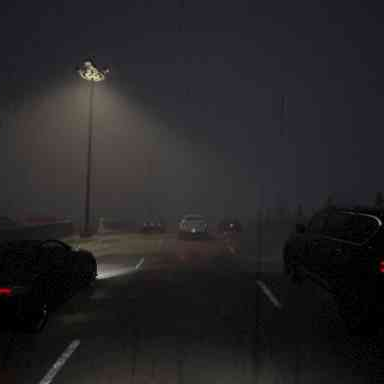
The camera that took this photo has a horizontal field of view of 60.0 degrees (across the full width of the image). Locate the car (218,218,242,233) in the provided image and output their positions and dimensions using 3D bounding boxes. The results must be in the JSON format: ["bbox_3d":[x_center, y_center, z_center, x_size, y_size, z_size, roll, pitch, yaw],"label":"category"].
[{"bbox_3d":[3.592,3.231,32.143,1.994,1.385,4.181,0,-6,0],"label":"car"}]

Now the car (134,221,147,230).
[{"bbox_3d":[-10.516,6.978,68.154,2.097,1.767,4.553,0,-6,0],"label":"car"}]

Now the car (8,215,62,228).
[{"bbox_3d":[-10.606,2.367,23.523,1.812,1.442,4.674,0,-4,0],"label":"car"}]

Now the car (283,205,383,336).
[{"bbox_3d":[3.598,1.276,6.899,2.150,2.045,5.566,0,-1,0],"label":"car"}]

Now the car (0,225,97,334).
[{"bbox_3d":[-3.402,1.616,6.819,1.994,1.385,4.181,0,-1,0],"label":"car"}]

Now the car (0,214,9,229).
[{"bbox_3d":[-14.106,2.331,23.407,1.837,1.490,4.892,0,-4,0],"label":"car"}]

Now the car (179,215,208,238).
[{"bbox_3d":[0.094,2.269,22.179,1.812,1.442,4.674,0,-4,0],"label":"car"}]

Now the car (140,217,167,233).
[{"bbox_3d":[-3.408,3.064,30.743,2.033,1.411,5.357,0,-6,0],"label":"car"}]
